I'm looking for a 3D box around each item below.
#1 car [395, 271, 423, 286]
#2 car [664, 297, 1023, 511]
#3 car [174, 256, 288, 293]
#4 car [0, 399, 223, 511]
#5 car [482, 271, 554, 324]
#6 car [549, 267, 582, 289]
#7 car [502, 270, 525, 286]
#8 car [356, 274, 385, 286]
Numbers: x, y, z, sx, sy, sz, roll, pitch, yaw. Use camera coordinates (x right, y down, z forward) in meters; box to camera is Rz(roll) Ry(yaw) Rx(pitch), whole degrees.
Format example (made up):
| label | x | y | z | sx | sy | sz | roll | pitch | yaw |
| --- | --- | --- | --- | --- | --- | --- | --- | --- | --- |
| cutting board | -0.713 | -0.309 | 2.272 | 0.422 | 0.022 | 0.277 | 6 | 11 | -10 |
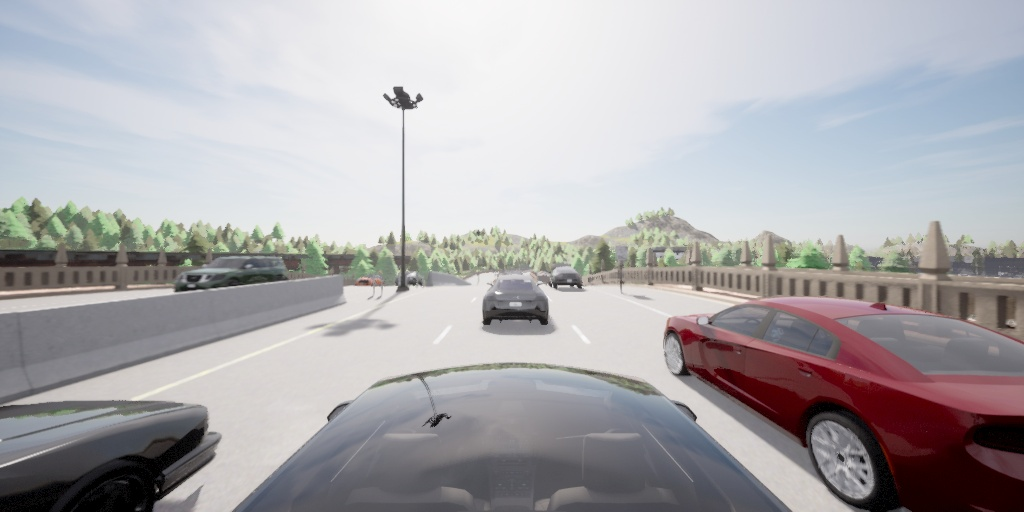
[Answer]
| label | x | y | z | sx | sy | sz | roll | pitch | yaw |
| --- | --- | --- | --- | --- | --- | --- | --- | --- | --- |
| car | -10.525 | 2.315 | 36.946 | 2.128 | 1.511 | 4.902 | 0 | -6 | 1 |
| car | 3.600 | 1.227 | 4.344 | 1.882 | 1.535 | 5.008 | 0 | 0 | 0 |
| car | -14.085 | 1.006 | 18.531 | 2.150 | 2.045 | 5.566 | 0 | -1 | 0 |
| car | -3.402 | 1.298 | 0.555 | 2.033 | 1.411 | 5.357 | 0 | 0 | 0 |
| car | 0.100 | 1.313 | 11.984 | 1.994 | 1.385 | 4.181 | 0 | 0 | 0 |
| car | 3.600 | 1.503 | 24.764 | 1.812 | 1.442 | 4.674 | 0 | -3 | 0 |
| car | 0.101 | 2.007 | 32.050 | 1.895 | 1.301 | 4.718 | 0 | -4 | 0 |
| car | -17.501 | 3.018 | 44.599 | 2.097 | 1.767 | 4.553 | 0 | -7 | 0 |
